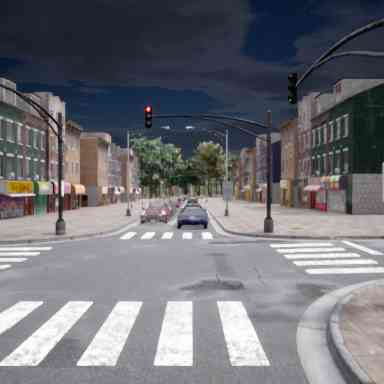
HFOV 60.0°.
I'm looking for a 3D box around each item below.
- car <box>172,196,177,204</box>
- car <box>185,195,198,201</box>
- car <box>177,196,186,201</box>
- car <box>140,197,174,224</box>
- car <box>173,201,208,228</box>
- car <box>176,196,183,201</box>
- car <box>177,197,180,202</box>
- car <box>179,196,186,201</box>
[{"bbox_3d":[-2.648,1.439,29.992,1.967,1.590,4.097,-1,0,0],"label":"car"},{"bbox_3d":[0.096,1.551,59.364,1.812,1.442,4.674,0,0,0],"label":"car"},{"bbox_3d":[-2.648,1.626,84.339,1.947,1.339,4.313,-1,0,0],"label":"car"},{"bbox_3d":[-2.648,1.437,24.557,1.967,1.590,4.097,-1,0,0],"label":"car"},{"bbox_3d":[0.045,1.560,22.457,1.994,1.385,4.181,0,0,1],"label":"car"},{"bbox_3d":[-2.648,1.556,46.296,1.887,1.381,4.507,-1,0,0],"label":"car"},{"bbox_3d":[-2.647,1.568,35.426,1.947,1.339,4.313,-1,0,0],"label":"car"},{"bbox_3d":[-2.648,1.651,89.774,1.802,1.307,4.206,-1,0,0],"label":"car"}]
